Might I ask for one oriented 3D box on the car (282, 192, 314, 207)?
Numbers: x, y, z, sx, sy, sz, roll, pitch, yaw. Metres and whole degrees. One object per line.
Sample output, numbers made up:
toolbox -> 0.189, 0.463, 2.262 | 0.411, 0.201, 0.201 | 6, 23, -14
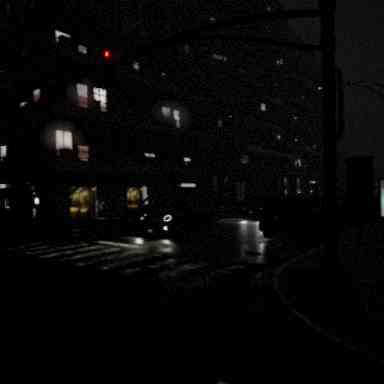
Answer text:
car -> 11.971, 0.797, 37.285 | 2.008, 1.369, 4.403 | 0, 2, 38

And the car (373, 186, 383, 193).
car -> 43.014, -0.627, 76.356 | 1.967, 1.590, 4.097 | 0, 2, 38

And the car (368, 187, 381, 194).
car -> 39.565, -0.375, 72.018 | 1.887, 1.381, 4.507 | 0, 2, 38

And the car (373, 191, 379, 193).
car -> 15.121, 0.835, 27.779 | 1.947, 1.339, 4.313 | 0, 2, 38

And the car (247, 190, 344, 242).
car -> 4.767, 1.014, 14.746 | 2.192, 1.841, 5.009 | 0, 2, 38

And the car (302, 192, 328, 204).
car -> 15.420, 0.683, 41.626 | 1.802, 1.307, 4.206 | 0, 2, 38

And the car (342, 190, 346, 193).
car -> 22.319, 0.355, 50.309 | 1.887, 1.381, 4.507 | 0, 2, 38

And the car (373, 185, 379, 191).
car -> 25.568, 0.002, 45.128 | 2.150, 2.045, 5.566 | -1, 1, 39

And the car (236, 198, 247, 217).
car -> 5.526, 1.088, 25.030 | 1.812, 1.442, 4.674 | -1, 1, 38

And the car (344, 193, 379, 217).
car -> 11.671, 0.979, 23.436 | 1.947, 1.339, 4.313 | 0, 2, 38

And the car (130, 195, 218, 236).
car -> -0.619, 1.170, 17.248 | 2.097, 1.767, 4.553 | -1, 1, 37

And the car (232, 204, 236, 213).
car -> 5.073, 1.117, 28.602 | 1.802, 1.307, 4.206 | 0, 2, 38

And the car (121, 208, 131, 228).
car -> -1.829, 1.136, 19.913 | 2.192, 1.841, 5.009 | 0, 2, 38
